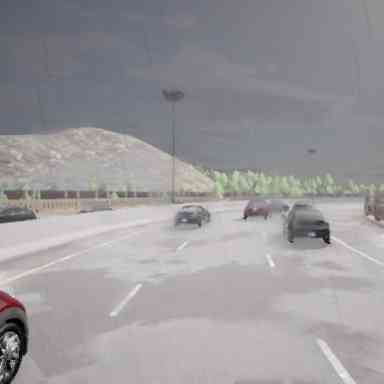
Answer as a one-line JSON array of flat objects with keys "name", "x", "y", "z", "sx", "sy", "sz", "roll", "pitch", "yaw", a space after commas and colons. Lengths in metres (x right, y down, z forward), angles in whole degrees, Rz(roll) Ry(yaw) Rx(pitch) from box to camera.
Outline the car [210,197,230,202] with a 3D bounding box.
[{"name": "car", "x": 4.905, "y": 1.596, "z": 58.432, "sx": 1.882, "sy": 1.535, "sz": 5.008, "roll": 0, "pitch": 0, "yaw": 35}]

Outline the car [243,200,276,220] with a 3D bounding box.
[{"name": "car", "x": 6.093, "y": 1.521, "z": 30.406, "sx": 2.097, "sy": 1.767, "sz": 4.553, "roll": 0, "pitch": 0, "yaw": 20}]

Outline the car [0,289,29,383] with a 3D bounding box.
[{"name": "car", "x": -3.199, "y": 1.361, "z": 2.451, "sx": 2.097, "sy": 1.767, "sz": 4.553, "roll": 0, "pitch": 0, "yaw": 2}]

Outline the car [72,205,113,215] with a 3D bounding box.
[{"name": "car", "x": -7.081, "y": 1.680, "z": 24.360, "sx": 1.994, "sy": 1.385, "sz": 4.181, "roll": 0, "pitch": 0, "yaw": 16}]

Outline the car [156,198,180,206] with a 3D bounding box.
[{"name": "car", "x": -3.566, "y": 1.756, "z": 51.417, "sx": 2.128, "sy": 1.511, "sz": 4.902, "roll": 0, "pitch": -1, "yaw": 30}]

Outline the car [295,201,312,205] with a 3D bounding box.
[{"name": "car", "x": 11.853, "y": 1.707, "z": 35.158, "sx": 1.837, "sy": 1.490, "sz": 4.892, "roll": 0, "pitch": 0, "yaw": 25}]

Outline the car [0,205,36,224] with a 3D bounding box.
[{"name": "car", "x": -11.669, "y": 1.592, "z": 20.231, "sx": 1.837, "sy": 1.490, "sz": 4.892, "roll": 0, "pitch": 0, "yaw": 13}]

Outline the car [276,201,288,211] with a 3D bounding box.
[{"name": "car", "x": 10.267, "y": 1.773, "z": 39.931, "sx": 2.033, "sy": 1.411, "sz": 5.357, "roll": 0, "pitch": 0, "yaw": 28}]

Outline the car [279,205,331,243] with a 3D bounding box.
[{"name": "car", "x": 5.646, "y": 1.602, "z": 16.744, "sx": 1.837, "sy": 1.490, "sz": 4.892, "roll": 0, "pitch": 0, "yaw": 11}]

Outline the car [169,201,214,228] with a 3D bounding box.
[{"name": "car", "x": 0.109, "y": 1.648, "z": 23.404, "sx": 1.812, "sy": 1.442, "sz": 4.674, "roll": 0, "pitch": 0, "yaw": 15}]
